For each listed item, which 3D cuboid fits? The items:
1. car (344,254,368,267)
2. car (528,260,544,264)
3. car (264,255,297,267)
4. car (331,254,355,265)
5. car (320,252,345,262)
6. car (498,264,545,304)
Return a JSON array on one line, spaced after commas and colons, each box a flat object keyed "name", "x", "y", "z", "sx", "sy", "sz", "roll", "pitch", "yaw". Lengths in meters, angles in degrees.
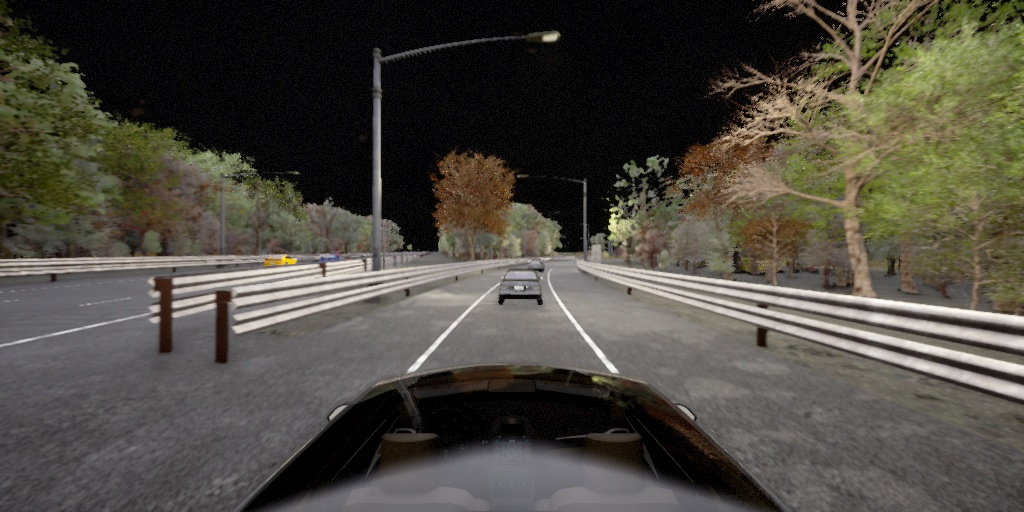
[{"name": "car", "x": -20.325, "y": 0.601, "z": 47.483, "sx": 1.837, "sy": 1.490, "sz": 4.892, "roll": 0, "pitch": 0, "yaw": -12}, {"name": "car", "x": 2.891, "y": 1.175, "z": 43.109, "sx": 1.994, "sy": 1.385, "sz": 4.181, "roll": 0, "pitch": 0, "yaw": 7}, {"name": "car", "x": -26.002, "y": 0.602, "z": 40.523, "sx": 1.882, "sy": 1.535, "sz": 5.008, "roll": 0, "pitch": 0, "yaw": -12}, {"name": "car", "x": -25.396, "y": 0.498, "z": 54.088, "sx": 2.128, "sy": 1.511, "sz": 4.902, "roll": 0, "pitch": 1, "yaw": -12}, {"name": "car", "x": -23.951, "y": 0.550, "z": 47.716, "sx": 1.882, "sy": 1.535, "sz": 5.008, "roll": 0, "pitch": 0, "yaw": -12}, {"name": "car", "x": 0.425, "y": 1.255, "z": 16.127, "sx": 2.033, "sy": 1.411, "sz": 5.357, "roll": 0, "pitch": 0, "yaw": 3}]
